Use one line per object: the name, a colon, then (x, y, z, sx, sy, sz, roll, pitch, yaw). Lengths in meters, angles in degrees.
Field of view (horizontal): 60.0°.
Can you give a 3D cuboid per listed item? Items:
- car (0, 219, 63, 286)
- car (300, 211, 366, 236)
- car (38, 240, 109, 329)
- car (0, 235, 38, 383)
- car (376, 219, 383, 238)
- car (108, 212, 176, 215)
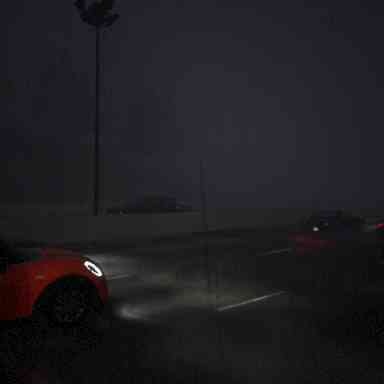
car: (-5.882, 1.545, 8.255, 4.674, 1.442, 1.812, 1, 0, -36)
car: (8.441, 1.757, 19.655, 4.718, 1.301, 1.895, 1, 0, -41)
car: (-3.749, 1.365, 5.501, 4.553, 1.767, 2.097, 1, 0, -36)
car: (-3.777, 1.209, 1.135, 5.566, 2.045, 2.150, 1, 0, -35)
car: (11.682, 1.709, 17.835, 5.357, 1.411, 2.033, 1, 0, -42)
car: (-3.389, 1.343, 23.625, 5.566, 2.045, 2.150, 1, 0, -40)
